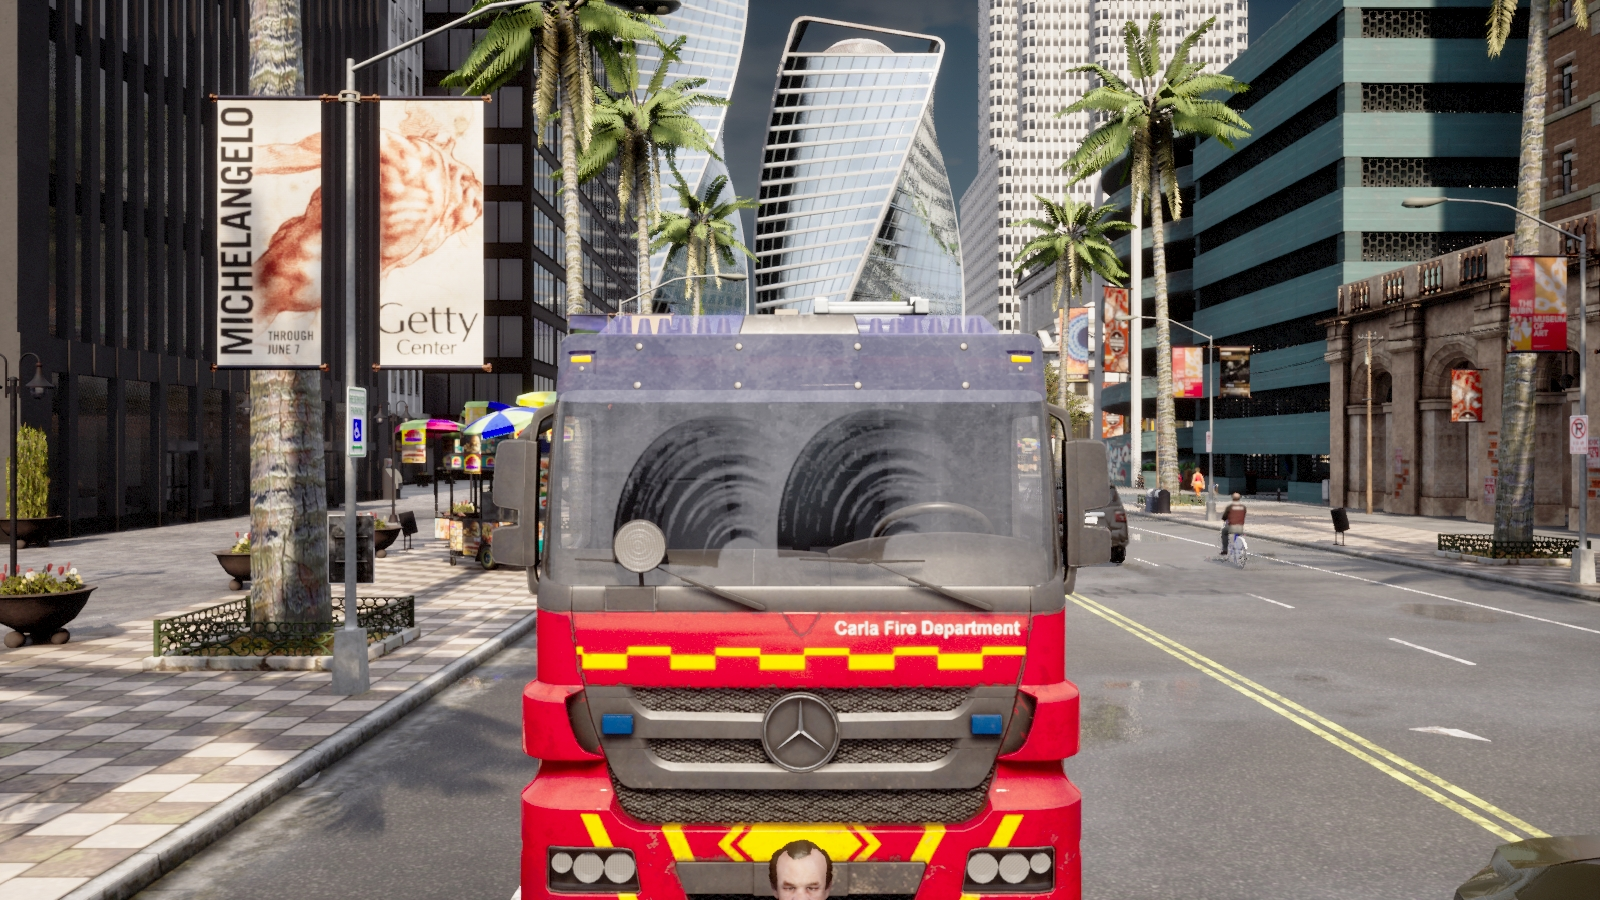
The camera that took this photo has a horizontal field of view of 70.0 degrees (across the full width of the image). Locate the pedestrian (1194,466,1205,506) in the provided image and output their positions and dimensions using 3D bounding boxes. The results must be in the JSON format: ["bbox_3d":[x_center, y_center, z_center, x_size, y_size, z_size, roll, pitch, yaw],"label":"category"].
[{"bbox_3d":[18.882,1.696,54.054,0.375,1.860,0.375,0,0,-5],"label":"pedestrian"}]

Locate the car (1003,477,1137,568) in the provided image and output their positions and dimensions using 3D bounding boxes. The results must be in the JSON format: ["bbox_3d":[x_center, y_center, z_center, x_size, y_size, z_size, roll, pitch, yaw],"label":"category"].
[{"bbox_3d":[6.902,1.779,29.909,2.150,2.045,5.566,0,0,-1],"label":"car"}]

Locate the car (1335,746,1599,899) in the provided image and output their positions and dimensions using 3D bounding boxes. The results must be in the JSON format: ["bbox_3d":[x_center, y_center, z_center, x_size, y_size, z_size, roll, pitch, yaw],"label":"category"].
[{"bbox_3d":[3.504,2.061,2.660,2.231,1.480,4.892,0,0,0],"label":"car"}]

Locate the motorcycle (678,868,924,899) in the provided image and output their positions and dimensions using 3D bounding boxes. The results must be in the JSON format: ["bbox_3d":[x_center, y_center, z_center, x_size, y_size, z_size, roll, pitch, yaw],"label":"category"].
[{"bbox_3d":[0.003,2.182,3.373,0.856,1.236,1.805,0,0,0],"label":"motorcycle"}]

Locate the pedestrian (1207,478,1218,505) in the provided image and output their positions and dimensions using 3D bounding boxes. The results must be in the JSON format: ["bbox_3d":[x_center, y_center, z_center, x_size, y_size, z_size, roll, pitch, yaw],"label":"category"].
[{"bbox_3d":[19.613,1.976,54.282,0.375,1.300,0.375,0,0,-7],"label":"pedestrian"}]

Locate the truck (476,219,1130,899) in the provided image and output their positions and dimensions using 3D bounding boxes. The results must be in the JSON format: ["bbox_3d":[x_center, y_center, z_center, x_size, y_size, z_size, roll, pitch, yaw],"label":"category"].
[{"bbox_3d":[0.019,0.890,9.289,2.891,3.827,8.468,0,0,0],"label":"truck"}]
